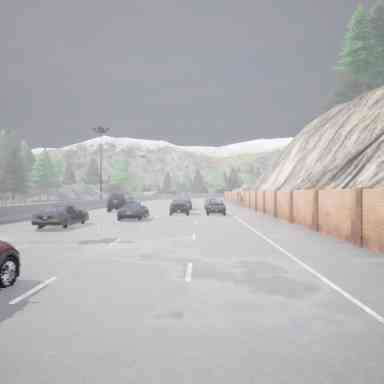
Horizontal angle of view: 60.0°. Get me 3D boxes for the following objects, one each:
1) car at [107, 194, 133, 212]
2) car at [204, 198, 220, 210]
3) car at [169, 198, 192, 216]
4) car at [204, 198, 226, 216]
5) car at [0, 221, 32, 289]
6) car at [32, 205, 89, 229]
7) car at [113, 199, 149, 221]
[{"bbox_3d":[-8.070,1.219,37.953,2.150,2.045,5.566,0,0,1],"label":"car"},{"bbox_3d":[2.550,1.524,43.266,1.812,1.442,4.674,0,0,1],"label":"car"},{"bbox_3d":[-1.184,1.504,33.046,1.837,1.490,4.892,0,0,1],"label":"car"},{"bbox_3d":[2.312,1.491,32.820,2.128,1.511,4.902,0,0,1],"label":"car"},{"bbox_3d":[-5.301,1.350,6.353,2.097,1.767,4.553,0,0,1],"label":"car"},{"bbox_3d":[-8.443,1.547,21.796,2.033,1.411,5.357,0,0,1],"label":"car"},{"bbox_3d":[-4.809,1.564,27.583,1.994,1.385,4.181,0,0,1],"label":"car"}]
